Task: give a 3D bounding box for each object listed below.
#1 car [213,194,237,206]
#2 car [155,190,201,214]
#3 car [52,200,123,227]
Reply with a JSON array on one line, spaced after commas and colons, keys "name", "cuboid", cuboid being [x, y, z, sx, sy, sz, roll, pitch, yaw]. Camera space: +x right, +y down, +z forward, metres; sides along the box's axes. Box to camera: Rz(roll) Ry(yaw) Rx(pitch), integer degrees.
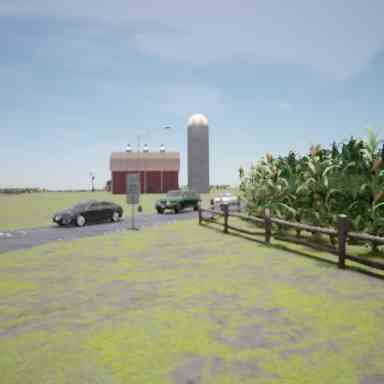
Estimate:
[{"name": "car", "cuboid": [3.981, 0.935, 40.368, 1.812, 1.442, 4.674, -1, 1, 26]}, {"name": "car", "cuboid": [-1.140, 0.822, 30.440, 2.150, 2.045, 5.566, -1, 1, 29]}, {"name": "car", "cuboid": [-6.533, 1.287, 21.283, 1.837, 1.490, 4.892, -1, 1, 32]}]
